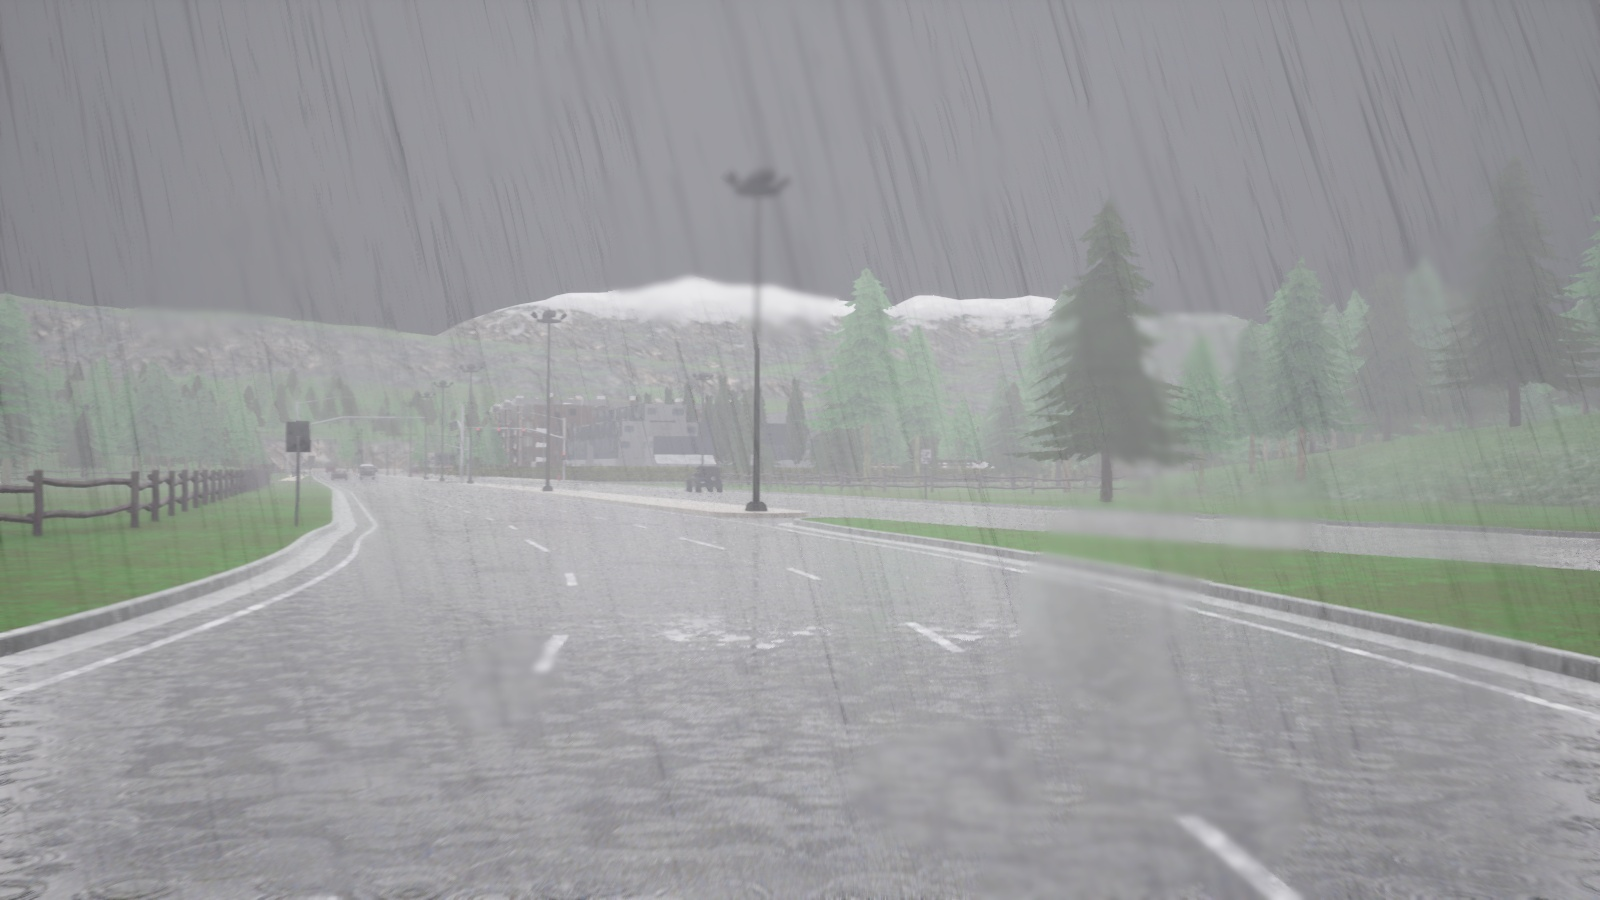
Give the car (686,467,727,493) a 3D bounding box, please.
[{"bbox_3d":[-6.747,2.138,89.974,1.905,1.878,3.866,0,-1,-21],"label":"car"}]
